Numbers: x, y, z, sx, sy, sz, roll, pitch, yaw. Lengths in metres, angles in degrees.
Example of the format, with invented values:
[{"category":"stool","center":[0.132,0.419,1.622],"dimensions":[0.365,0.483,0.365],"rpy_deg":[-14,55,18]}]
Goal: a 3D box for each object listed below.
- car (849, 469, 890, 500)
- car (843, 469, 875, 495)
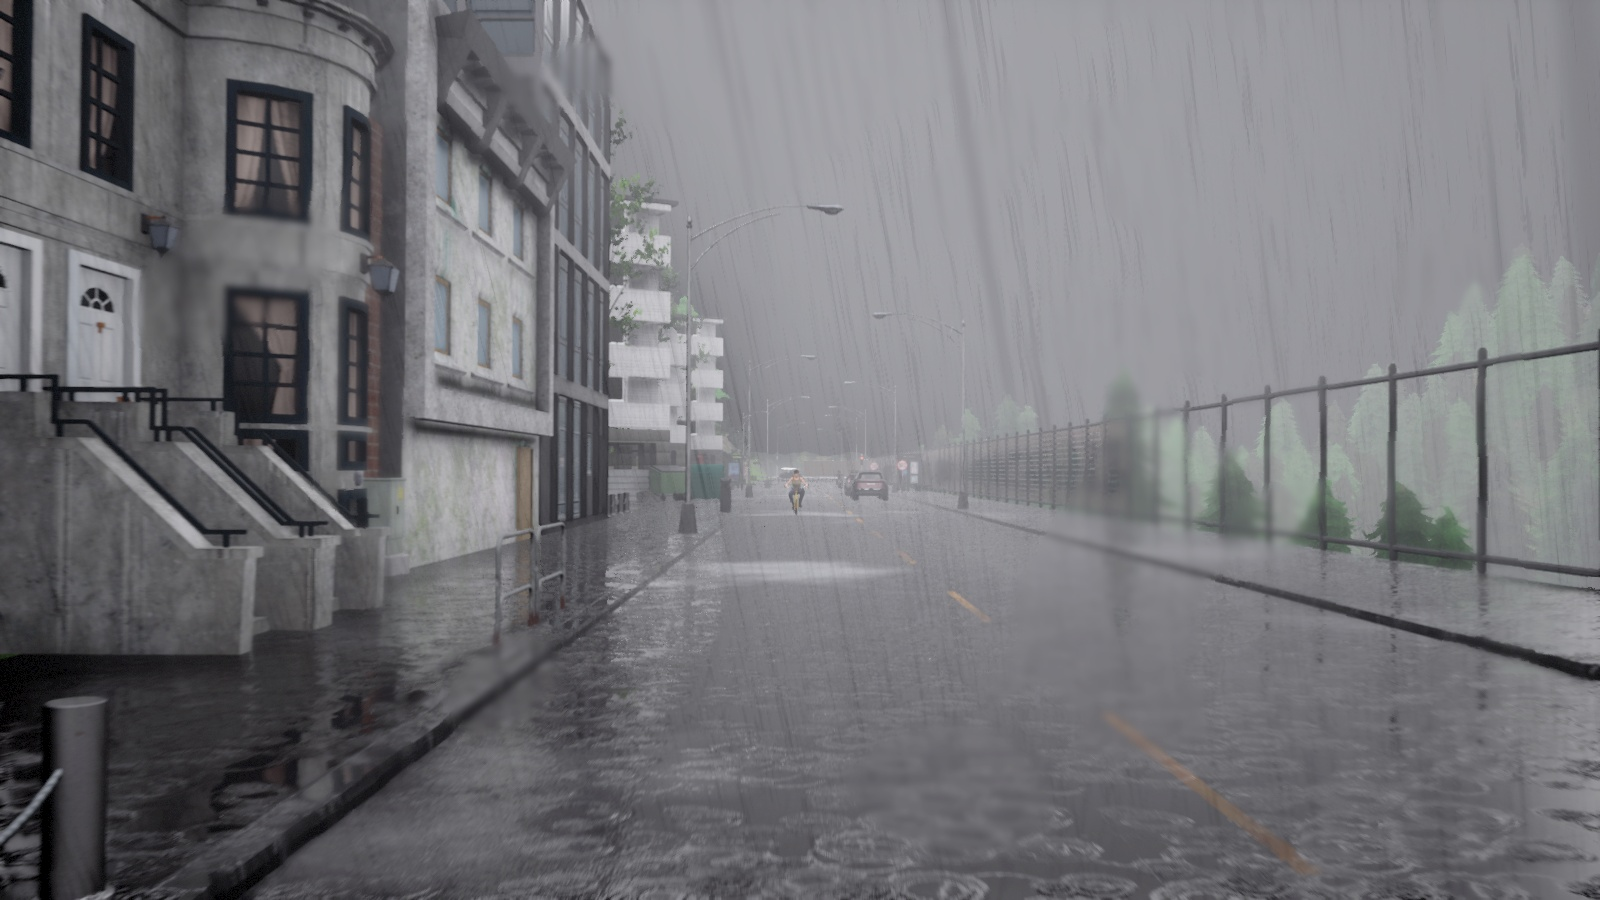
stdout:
[{"category":"car","center":[3.819,1.899,69.854],"dimensions":[2.033,1.649,4.856],"rpy_deg":[0,-1,0]},{"category":"car","center":[3.789,2.062,81.521],"dimensions":[1.851,1.617,3.988],"rpy_deg":[0,-1,0]}]
